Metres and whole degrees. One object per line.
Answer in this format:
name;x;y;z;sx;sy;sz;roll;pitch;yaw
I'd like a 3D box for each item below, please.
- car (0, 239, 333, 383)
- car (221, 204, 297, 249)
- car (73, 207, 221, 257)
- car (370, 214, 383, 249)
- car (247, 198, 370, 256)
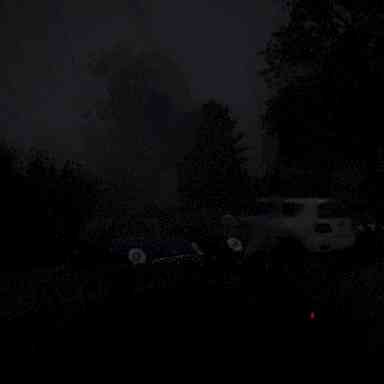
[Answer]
car;-0.901;1.547;3.335;5.357;1.411;2.033;0;0;-35
car;0.674;1.353;10.579;2.185;1.767;4.553;0;0;-36
car;-1.593;1.353;8.962;2.185;1.767;4.553;0;0;-36
car;5.347;1.351;13.837;2.185;1.767;4.553;0;0;-36
car;3.045;1.226;12.268;2.435;2.045;5.566;0;0;-36
